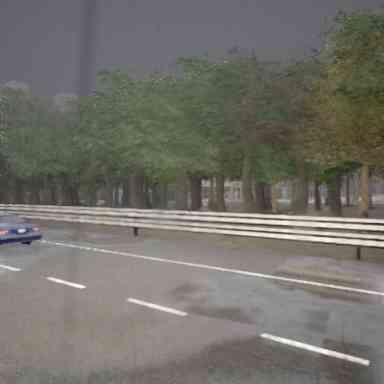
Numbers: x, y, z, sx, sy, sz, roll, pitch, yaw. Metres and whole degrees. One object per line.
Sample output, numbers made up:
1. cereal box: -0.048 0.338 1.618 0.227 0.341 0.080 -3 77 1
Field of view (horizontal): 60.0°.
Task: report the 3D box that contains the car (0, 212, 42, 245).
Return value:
1. car: -8.642 1.564 14.344 5.357 1.411 2.033 0 0 36
